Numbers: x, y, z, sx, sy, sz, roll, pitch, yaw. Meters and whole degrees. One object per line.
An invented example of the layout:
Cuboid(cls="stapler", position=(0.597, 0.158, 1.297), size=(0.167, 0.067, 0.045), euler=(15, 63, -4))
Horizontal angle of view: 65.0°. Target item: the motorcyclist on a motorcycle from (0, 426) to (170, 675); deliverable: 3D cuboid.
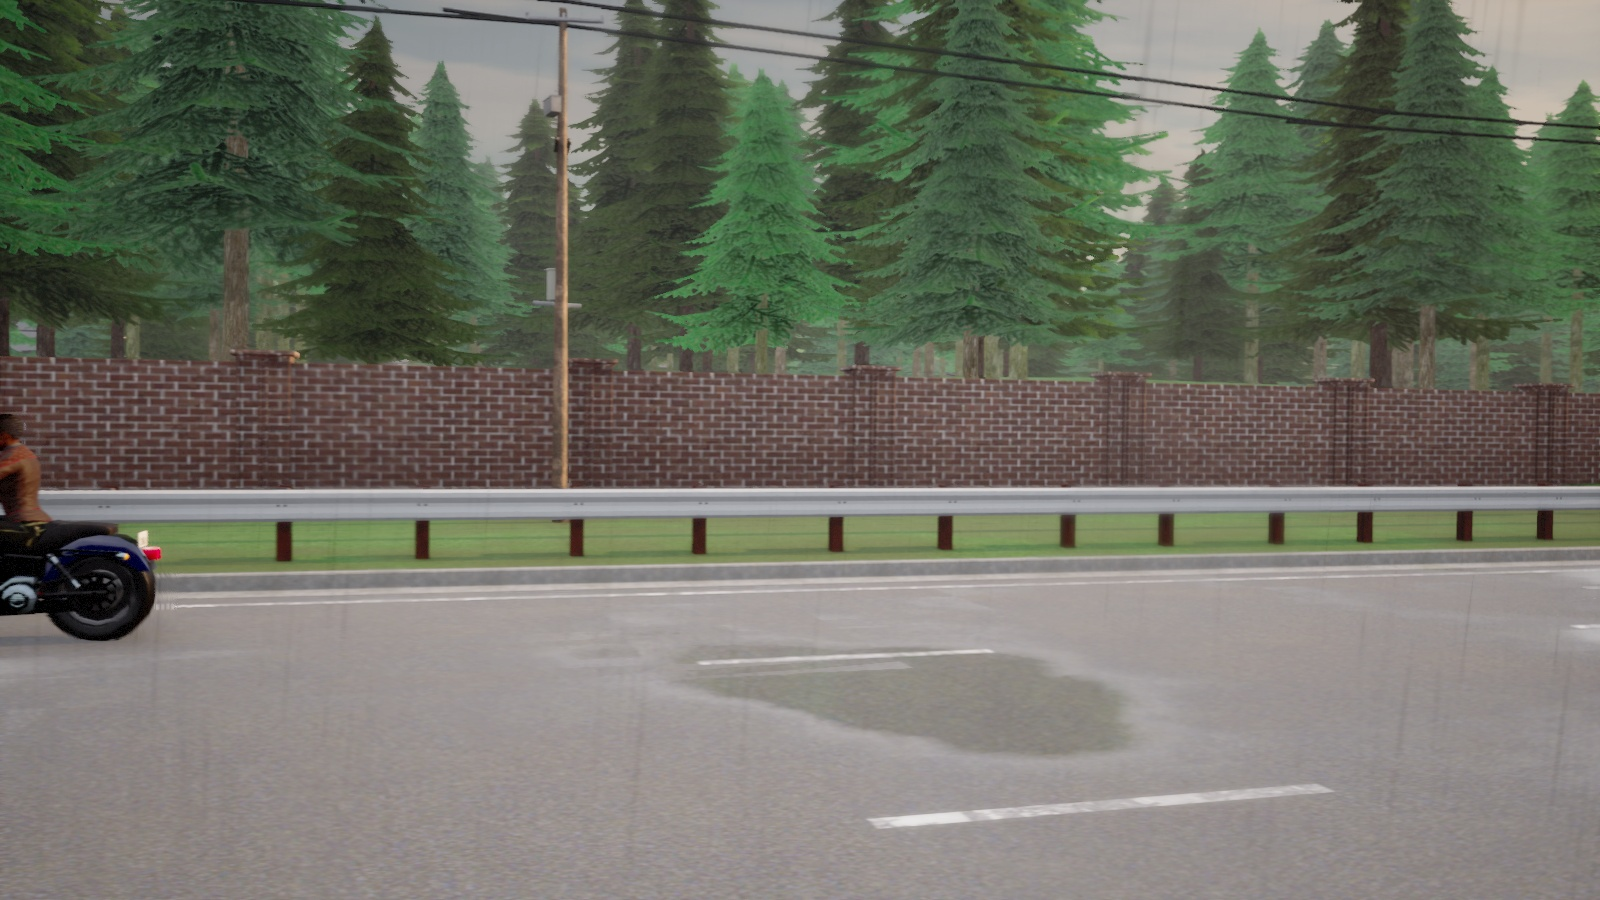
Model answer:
Cuboid(cls="motorcyclist on a motorcycle", position=(-5.732, 0.676, 8.662), size=(2.350, 1.649, 0.766), euler=(-1, 1, -16))
